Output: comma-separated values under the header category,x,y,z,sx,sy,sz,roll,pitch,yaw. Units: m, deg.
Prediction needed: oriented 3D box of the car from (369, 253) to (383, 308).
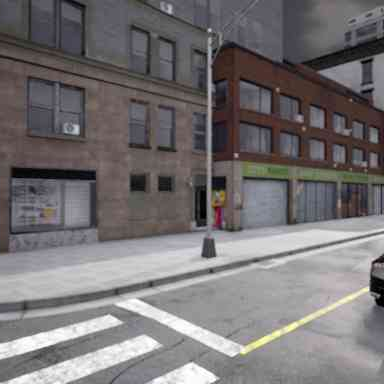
category,x,y,z,sx,sy,sz,roll,pitch,yaw
car,5.347,1.501,6.850,4.902,1.511,2.128,0,0,-42
